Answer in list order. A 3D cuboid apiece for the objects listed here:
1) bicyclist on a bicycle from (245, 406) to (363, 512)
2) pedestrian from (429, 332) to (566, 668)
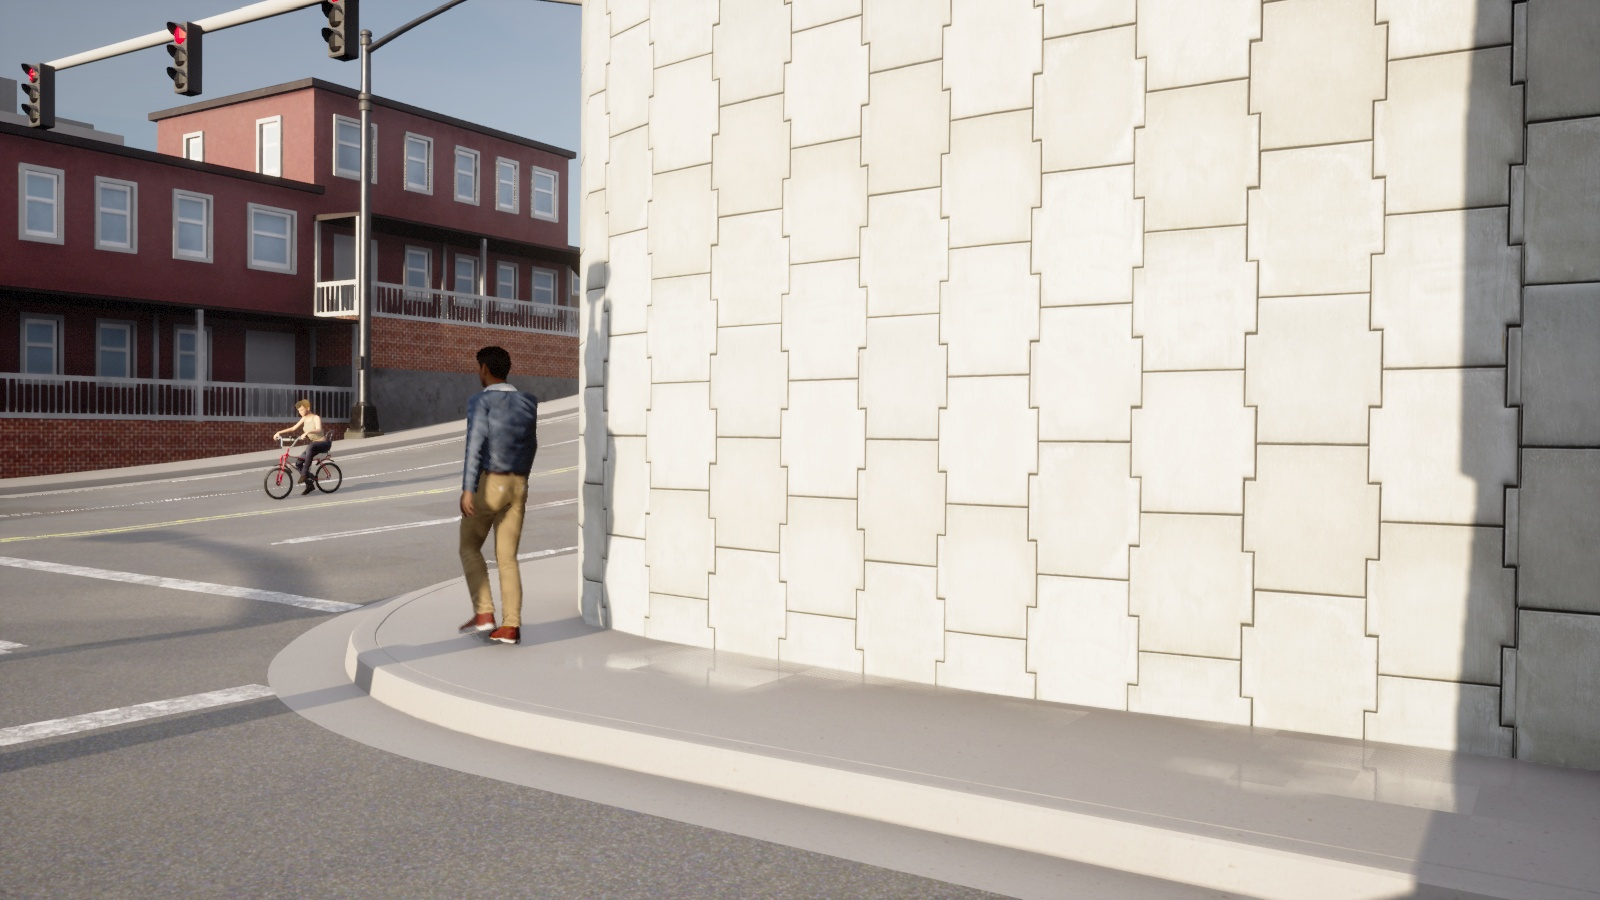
[{"bbox_3d":[-8.249,0.120,20.942,0.866,1.612,1.509,0,5,33],"label":"bicyclist on a bicycle"},{"bbox_3d":[-1.859,0.289,7.700,0.788,1.949,0.423,0,1,42],"label":"pedestrian"}]
